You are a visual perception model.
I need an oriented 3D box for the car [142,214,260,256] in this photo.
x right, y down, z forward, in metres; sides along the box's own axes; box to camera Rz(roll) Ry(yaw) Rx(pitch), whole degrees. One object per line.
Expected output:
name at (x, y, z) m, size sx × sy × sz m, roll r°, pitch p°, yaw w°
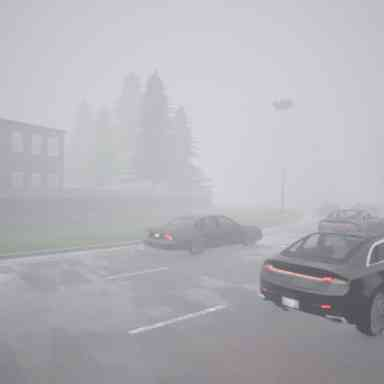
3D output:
car at (0.617, 1.601, 13.473) m, size 5.357 × 1.411 × 2.033 m, roll 0°, pitch 0°, yaw -42°

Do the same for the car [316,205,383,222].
car at (7.542, 1.559, 15.408) m, size 2.128 × 1.511 × 4.902 m, roll 0°, pitch 0°, yaw 45°

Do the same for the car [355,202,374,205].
car at (18.044, 1.754, 35.031) m, size 1.895 × 1.301 × 4.718 m, roll 0°, pitch 0°, yaw 11°

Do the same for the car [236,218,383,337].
car at (3.402, 1.523, 6.761) m, size 4.902 × 1.511 × 2.128 m, roll 0°, pitch 0°, yaw -40°

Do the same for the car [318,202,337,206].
car at (14.370, 1.714, 35.127) m, size 1.994 × 1.385 × 4.181 m, roll 0°, pitch 0°, yaw 12°
